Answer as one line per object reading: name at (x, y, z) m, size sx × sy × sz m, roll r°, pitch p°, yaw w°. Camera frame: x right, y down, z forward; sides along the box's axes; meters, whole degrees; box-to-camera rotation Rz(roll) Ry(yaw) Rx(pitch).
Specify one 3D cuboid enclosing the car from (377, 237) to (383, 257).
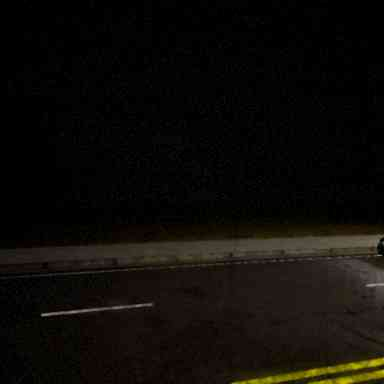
car at (8.369, 1.568, 10.710) m, size 4.674 × 1.442 × 1.812 m, roll 0°, pitch 0°, yaw -12°
